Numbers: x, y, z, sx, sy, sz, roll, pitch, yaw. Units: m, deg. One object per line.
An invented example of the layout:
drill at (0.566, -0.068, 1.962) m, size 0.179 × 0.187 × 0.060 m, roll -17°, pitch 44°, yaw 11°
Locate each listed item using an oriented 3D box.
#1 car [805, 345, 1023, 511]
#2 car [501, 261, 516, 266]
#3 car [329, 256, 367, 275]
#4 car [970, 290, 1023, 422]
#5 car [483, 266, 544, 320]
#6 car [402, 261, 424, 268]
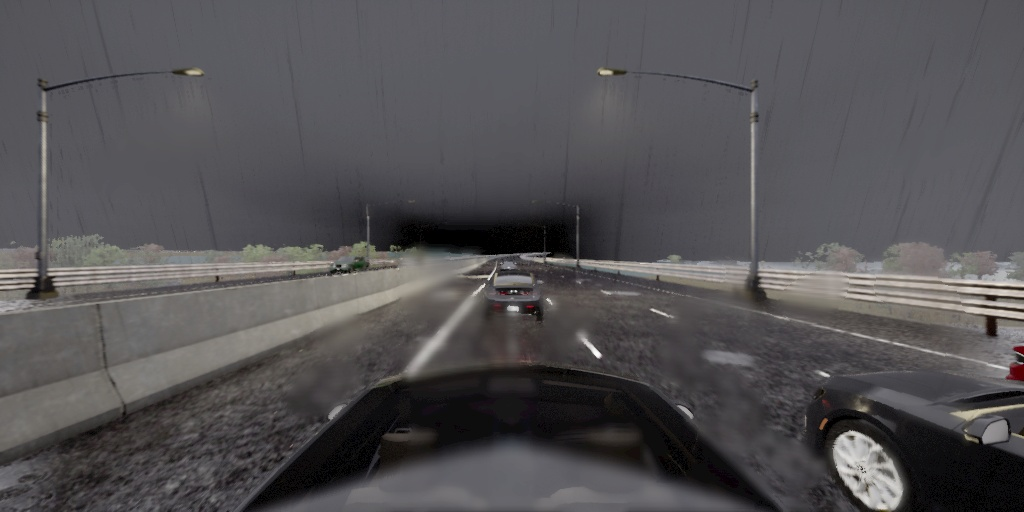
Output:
car at (3.593, 1.254, 1.263) m, size 1.837 × 1.490 × 4.892 m, roll 0°, pitch 0°, yaw 0°
car at (-0.412, 1.301, 43.416) m, size 1.994 × 1.385 × 4.181 m, roll 0°, pitch 0°, yaw -1°
car at (-17.920, 0.987, 39.565) m, size 2.150 × 2.045 × 5.566 m, roll 0°, pitch 0°, yaw -1°
car at (7.093, 1.226, 2.315) m, size 1.882 × 1.535 × 5.008 m, roll 0°, pitch 0°, yaw 0°
car at (0.054, 1.254, 12.559) m, size 1.837 × 1.490 × 4.892 m, roll 0°, pitch 0°, yaw 0°
car at (-10.922, 1.311, 39.756) m, size 1.812 × 1.442 × 4.674 m, roll 0°, pitch 0°, yaw -1°
